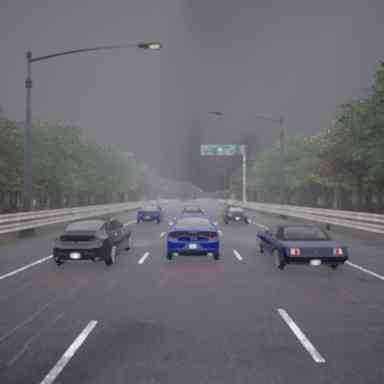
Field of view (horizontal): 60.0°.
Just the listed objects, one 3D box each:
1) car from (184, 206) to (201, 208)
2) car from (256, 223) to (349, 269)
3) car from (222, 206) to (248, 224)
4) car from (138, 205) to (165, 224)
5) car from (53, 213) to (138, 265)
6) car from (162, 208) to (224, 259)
[{"bbox_3d":[0.040,1.847,27.262,2.128,1.511,4.902,0,-1,0],"label":"car"},{"bbox_3d":[3.536,1.750,11.674,1.895,1.301,4.718,0,-1,1],"label":"car"},{"bbox_3d":[3.546,1.890,27.955,1.812,1.442,4.674,0,-1,1],"label":"car"},{"bbox_3d":[-3.452,1.849,28.490,1.882,1.535,5.008,0,0,0],"label":"car"},{"bbox_3d":[-3.457,1.664,12.321,1.837,1.490,4.892,0,0,0],"label":"car"},{"bbox_3d":[0.050,1.649,13.410,1.882,1.535,5.008,0,0,0],"label":"car"}]
